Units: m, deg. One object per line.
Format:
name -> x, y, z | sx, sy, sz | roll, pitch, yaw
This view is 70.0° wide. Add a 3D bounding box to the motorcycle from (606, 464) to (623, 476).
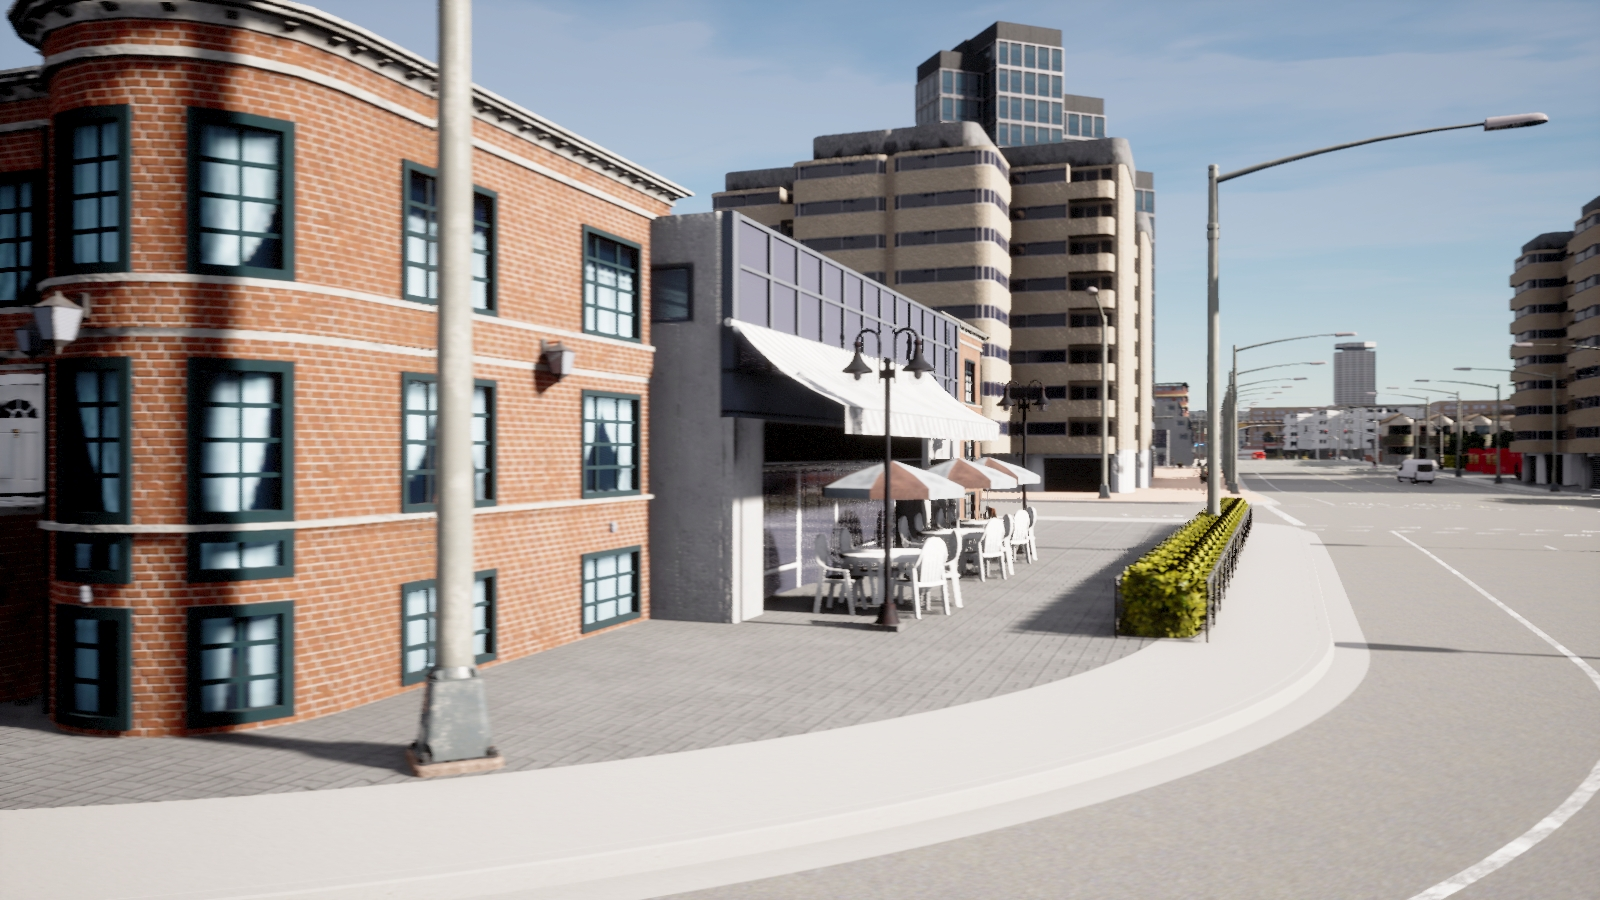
motorcycle -> -20.884, 2.260, 128.666 | 0.764, 1.277, 2.356 | 0, 0, 21
